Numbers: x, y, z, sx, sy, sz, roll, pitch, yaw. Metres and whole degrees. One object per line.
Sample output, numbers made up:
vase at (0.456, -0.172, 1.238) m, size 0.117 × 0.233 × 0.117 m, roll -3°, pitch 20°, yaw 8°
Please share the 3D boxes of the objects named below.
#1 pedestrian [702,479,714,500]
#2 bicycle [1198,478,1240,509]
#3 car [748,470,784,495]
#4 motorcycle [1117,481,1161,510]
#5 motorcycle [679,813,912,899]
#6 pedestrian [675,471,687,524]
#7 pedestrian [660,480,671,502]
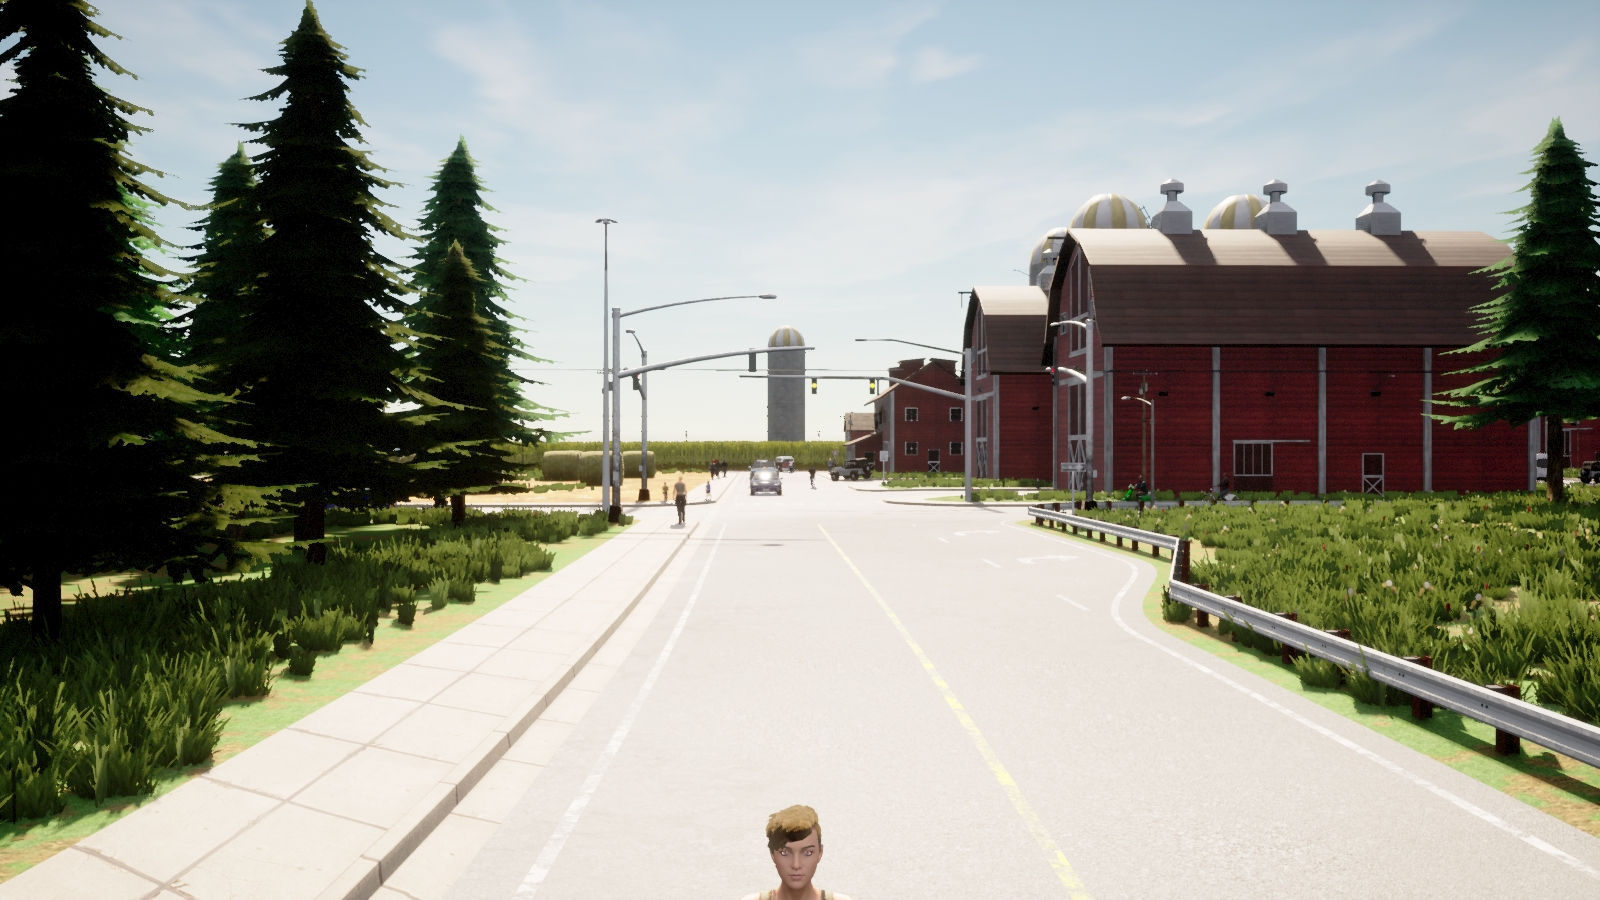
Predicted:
pedestrian at (-4.804, 2.053, 59.766) m, size 0.500 × 1.100 × 0.500 m, roll 0°, pitch 0°, yaw -27°
bicycle at (19.800, 2.064, 53.998) m, size 1.835 × 1.471 × 0.329 m, roll 0°, pitch 0°, yaw -1°
car at (-2.153, 2.036, 72.119) m, size 2.163 × 1.488 × 4.792 m, roll 0°, pitch 0°, yaw -2°
motorcycle at (15.989, 2.145, 53.899) m, size 1.805 × 1.316 × 0.856 m, roll 0°, pitch 0°, yaw -1°
motorcycle at (-0.013, 2.128, 3.457) m, size 0.764 × 1.307 × 2.356 m, roll 0°, pitch 0°, yaw 0°
pedestrian at (-4.202, 1.672, 40.232) m, size 0.375 × 1.860 × 0.375 m, roll 0°, pitch 0°, yaw 1°
pedestrian at (-6.822, 2.068, 57.853) m, size 0.500 × 1.100 × 0.500 m, roll 0°, pitch 0°, yaw -16°
